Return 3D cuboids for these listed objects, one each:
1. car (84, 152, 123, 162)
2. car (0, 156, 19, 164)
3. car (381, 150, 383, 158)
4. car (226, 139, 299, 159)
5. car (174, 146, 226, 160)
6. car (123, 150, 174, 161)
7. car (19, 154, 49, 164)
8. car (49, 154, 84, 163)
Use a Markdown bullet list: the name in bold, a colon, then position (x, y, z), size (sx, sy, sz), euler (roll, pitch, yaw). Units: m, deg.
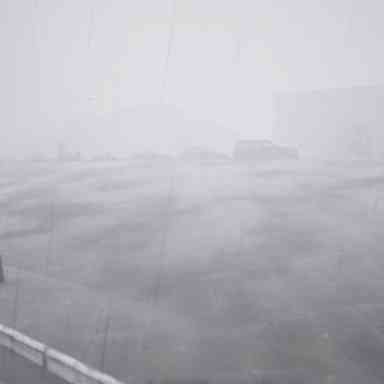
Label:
- **car**: position (-8.791, -3.526, 35.613), size (4.674, 1.452, 2.002), euler (1, 1, 28)
- **car**: position (-23.401, -3.937, 43.835), size (5.008, 1.535, 2.097), euler (1, 1, 32)
- **car**: position (16.403, -2.704, 24.130), size (4.674, 1.452, 2.002), euler (2, 1, 22)
- **car**: position (6.222, -3.387, 28.374), size (5.566, 2.045, 2.435), euler (2, 1, 25)
- **car**: position (1.121, -3.426, 30.713), size (4.553, 1.767, 2.185), euler (2, 1, 26)
- **car**: position (-3.959, -3.444, 33.155), size (4.892, 1.521, 2.231), euler (1, 1, 27)
- **car**: position (-18.647, -3.940, 41.019), size (4.553, 1.767, 2.185), euler (1, 1, 31)
- **car**: position (-13.655, -3.658, 38.220), size (4.792, 1.488, 2.163), euler (1, 1, 29)
